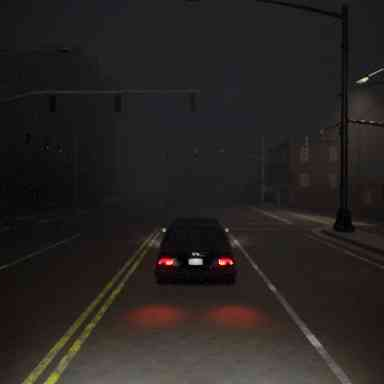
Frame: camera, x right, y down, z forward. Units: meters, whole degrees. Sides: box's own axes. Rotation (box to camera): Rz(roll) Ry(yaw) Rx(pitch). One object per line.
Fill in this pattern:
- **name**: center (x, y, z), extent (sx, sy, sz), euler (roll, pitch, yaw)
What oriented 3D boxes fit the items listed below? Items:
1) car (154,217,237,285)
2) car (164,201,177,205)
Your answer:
- **car**: center (0.094, 1.393, 9.114), extent (2.033, 1.411, 5.357), euler (0, 1, 0)
- **car**: center (-3.448, 2.115, 53.571), extent (1.812, 1.442, 4.674), euler (0, -9, 0)
